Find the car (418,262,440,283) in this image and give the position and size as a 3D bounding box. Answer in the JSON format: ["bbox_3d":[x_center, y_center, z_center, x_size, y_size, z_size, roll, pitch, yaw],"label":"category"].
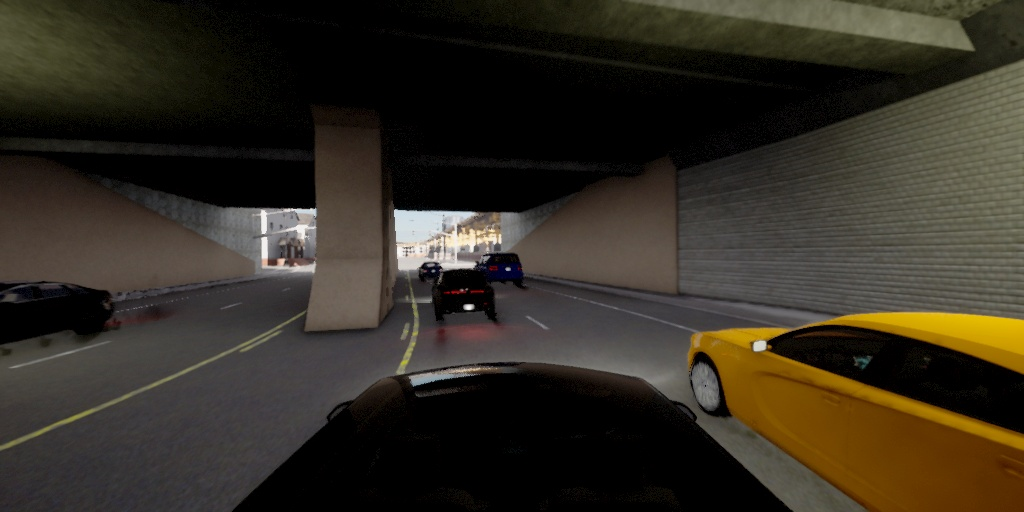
[{"bbox_3d":[-6.677,1.180,29.620,2.033,1.411,5.357,-1,0,-17],"label":"car"}]

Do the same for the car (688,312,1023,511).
[{"bbox_3d":[3.322,1.181,2.805,1.882,1.535,5.008,0,0,-2],"label":"car"}]

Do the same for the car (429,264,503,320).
[{"bbox_3d":[-1.811,1.200,12.559,1.837,1.490,4.892,0,0,-14],"label":"car"}]

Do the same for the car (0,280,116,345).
[{"bbox_3d":[-11.574,1.333,7.884,2.128,1.511,4.902,-1,0,-13],"label":"car"}]

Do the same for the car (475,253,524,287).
[{"bbox_3d":[-0.972,0.836,22.676,2.150,2.045,5.566,-1,0,-16],"label":"car"}]
